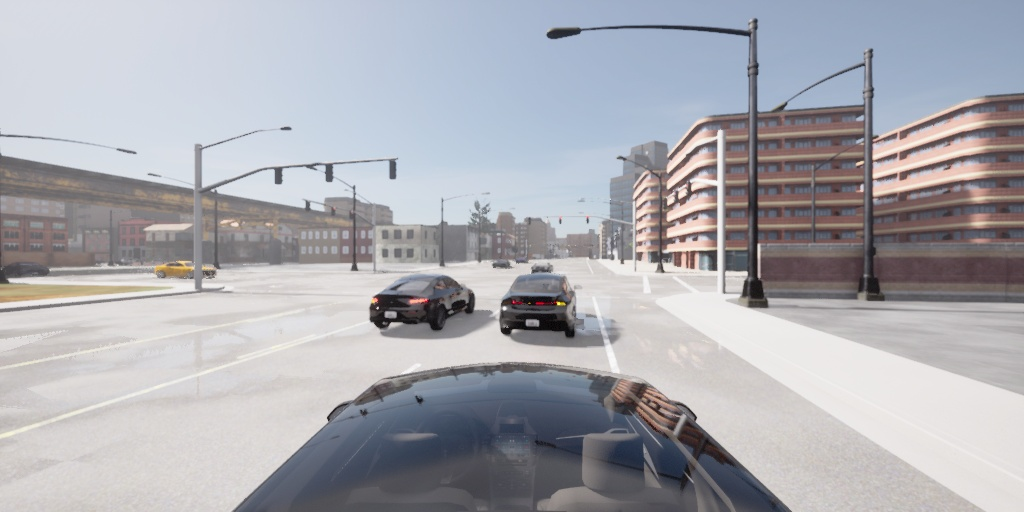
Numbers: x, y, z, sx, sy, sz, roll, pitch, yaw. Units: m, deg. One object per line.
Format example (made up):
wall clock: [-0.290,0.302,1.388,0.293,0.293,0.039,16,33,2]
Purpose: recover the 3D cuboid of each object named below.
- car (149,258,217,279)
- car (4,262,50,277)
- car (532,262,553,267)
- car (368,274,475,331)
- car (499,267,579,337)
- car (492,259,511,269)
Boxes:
car: [-28.407,1.196,31.308,5.008,1.535,1.882,0,0,10]
car: [-47.975,1.262,35.398,5.357,1.411,2.033,0,0,24]
car: [3.252,1.262,37.646,1.895,1.301,4.718,0,0,12]
car: [-2.534,1.266,11.003,1.812,1.442,4.674,0,0,11]
car: [0.912,1.246,10.361,1.837,1.490,4.892,0,0,11]
car: [-1.478,1.130,50.870,1.895,1.301,4.718,0,1,11]
